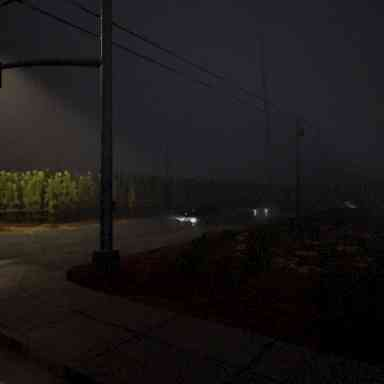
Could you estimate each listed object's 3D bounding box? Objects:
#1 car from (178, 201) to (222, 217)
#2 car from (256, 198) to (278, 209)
[{"bbox_3d":[0.906,1.558,31.610,2.033,1.411,5.357,0,0,33],"label":"car"},{"bbox_3d":[10.504,1.533,46.517,1.882,1.535,5.008,0,0,32],"label":"car"}]
